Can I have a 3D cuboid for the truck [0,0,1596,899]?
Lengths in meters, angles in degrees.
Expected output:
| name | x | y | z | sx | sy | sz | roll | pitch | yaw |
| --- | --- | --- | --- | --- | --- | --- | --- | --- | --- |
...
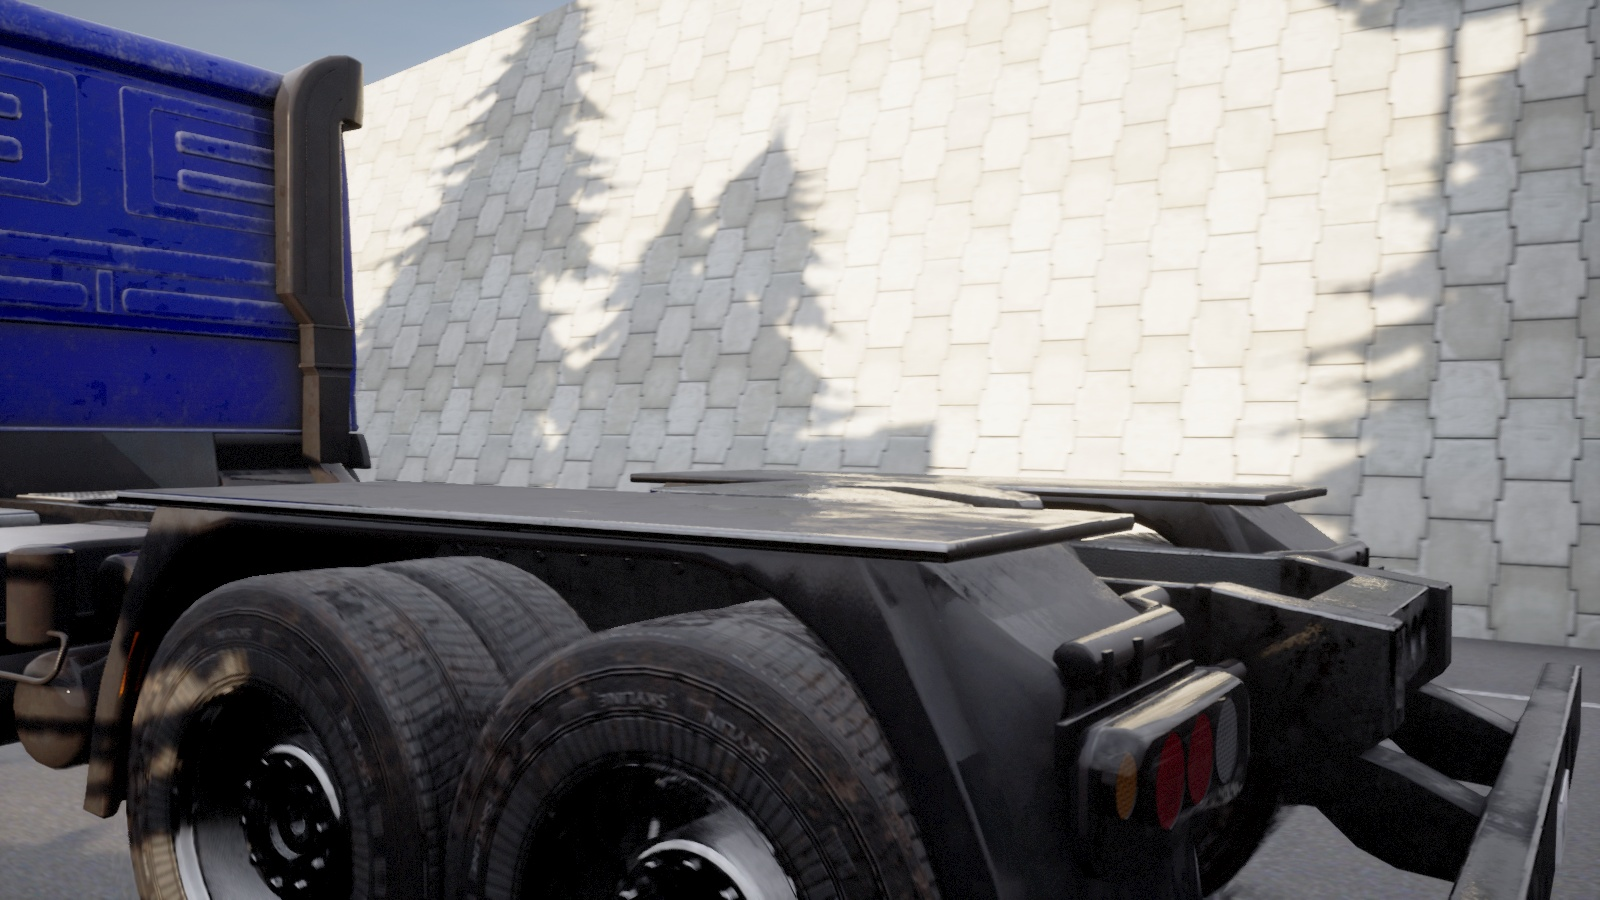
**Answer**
| name | x | y | z | sx | sy | sz | roll | pitch | yaw |
| --- | --- | --- | --- | --- | --- | --- | --- | --- | --- |
| truck | -1.723 | -0.300 | 4.749 | 7.936 | 3.462 | 2.891 | 0 | 1 | 34 |
